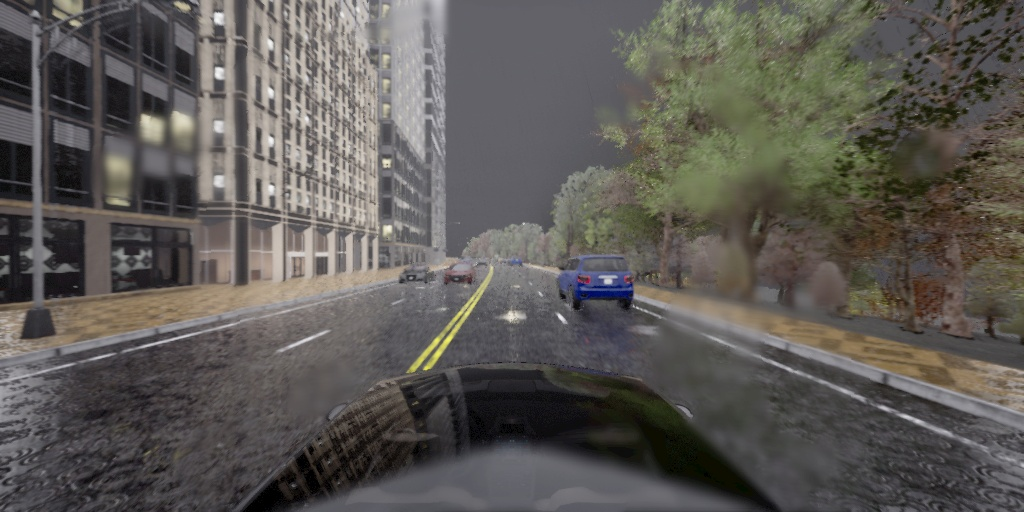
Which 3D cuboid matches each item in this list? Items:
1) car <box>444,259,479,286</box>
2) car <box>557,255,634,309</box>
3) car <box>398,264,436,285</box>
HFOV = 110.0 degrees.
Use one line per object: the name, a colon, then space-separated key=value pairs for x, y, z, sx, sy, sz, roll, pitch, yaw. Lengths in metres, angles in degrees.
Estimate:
car: x=-3.635 y=1.222 z=25.633 sx=1.882 sy=1.535 sz=5.008 roll=0 pitch=0 yaw=-1
car: x=3.262 y=0.964 z=14.953 sx=2.150 sy=2.045 sz=5.566 roll=0 pitch=0 yaw=-1
car: x=-6.908 y=1.312 z=26.420 sx=1.994 sy=1.385 sz=4.181 roll=0 pitch=0 yaw=-1
